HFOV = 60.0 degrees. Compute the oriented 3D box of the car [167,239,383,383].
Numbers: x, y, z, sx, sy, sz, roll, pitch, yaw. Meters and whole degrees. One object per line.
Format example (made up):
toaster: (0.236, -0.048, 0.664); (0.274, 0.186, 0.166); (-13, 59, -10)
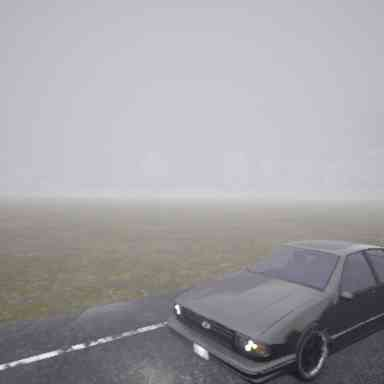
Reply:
car: (2.256, 1.570, 5.643); (5.357, 1.411, 2.033); (0, 0, -36)
